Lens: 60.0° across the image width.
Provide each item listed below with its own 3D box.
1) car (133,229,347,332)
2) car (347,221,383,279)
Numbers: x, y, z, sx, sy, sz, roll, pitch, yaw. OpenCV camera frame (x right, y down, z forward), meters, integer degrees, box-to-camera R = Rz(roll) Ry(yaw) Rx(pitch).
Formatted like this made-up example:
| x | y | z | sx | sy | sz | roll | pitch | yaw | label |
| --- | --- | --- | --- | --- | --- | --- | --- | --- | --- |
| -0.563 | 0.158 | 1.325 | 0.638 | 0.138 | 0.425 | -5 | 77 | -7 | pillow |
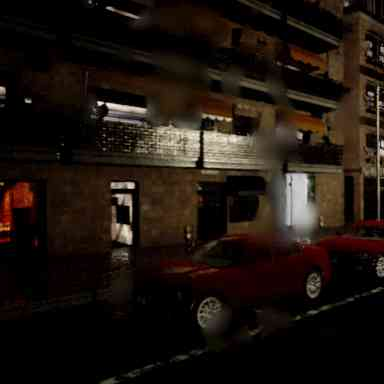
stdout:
| x | y | z | sx | sy | sz | roll | pitch | yaw | label |
| --- | --- | --- | --- | --- | --- | --- | --- | --- | --- |
| 0.987 | 1.562 | 6.819 | 4.507 | 1.381 | 1.887 | 0 | -1 | -36 | car |
| 5.585 | 1.581 | 10.105 | 4.507 | 1.381 | 1.887 | 0 | -1 | -36 | car |
